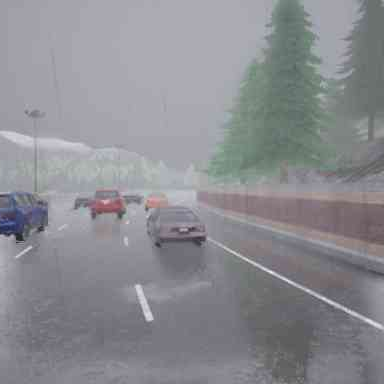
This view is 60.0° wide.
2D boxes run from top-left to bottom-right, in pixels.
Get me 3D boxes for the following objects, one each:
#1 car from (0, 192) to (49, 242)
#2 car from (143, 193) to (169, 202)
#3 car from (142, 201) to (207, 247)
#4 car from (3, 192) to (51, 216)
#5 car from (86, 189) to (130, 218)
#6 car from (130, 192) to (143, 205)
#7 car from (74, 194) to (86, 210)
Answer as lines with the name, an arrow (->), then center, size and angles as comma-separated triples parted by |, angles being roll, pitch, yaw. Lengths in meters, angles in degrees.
car -> -8.121, 0.988, 14.833 | 2.150, 2.045, 5.566 | 0, 1, -11
car -> -3.383, 0.834, 32.558 | 2.097, 1.767, 4.553 | 0, 1, -4
car -> -0.819, 1.324, 13.946 | 2.033, 1.411, 5.357 | 0, 1, -12
car -> -13.495, 0.919, 27.577 | 2.097, 1.767, 4.553 | 0, 1, -6
car -> -6.200, 0.820, 25.192 | 2.150, 2.045, 5.566 | 0, 1, -7
car -> -7.178, 0.839, 41.822 | 1.837, 1.490, 4.892 | 0, 0, 0
car -> -10.470, 0.972, 33.702 | 1.837, 1.490, 4.892 | 0, 1, -3
